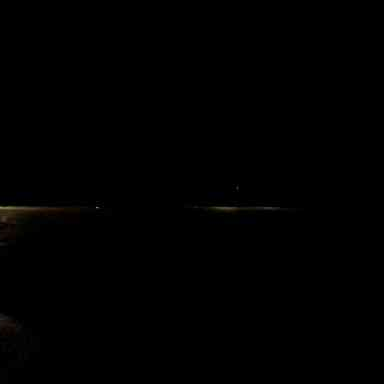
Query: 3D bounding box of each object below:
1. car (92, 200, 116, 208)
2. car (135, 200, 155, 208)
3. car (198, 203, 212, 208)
[{"bbox_3d":[-17.533,2.316,66.266,1.882,1.535,5.008,0,-2,35],"label":"car"},{"bbox_3d":[-10.144,2.541,71.914,2.097,1.767,4.553,0,-2,35],"label":"car"},{"bbox_3d":[3.629,3.704,91.301,1.895,1.301,4.718,0,-2,35],"label":"car"}]
